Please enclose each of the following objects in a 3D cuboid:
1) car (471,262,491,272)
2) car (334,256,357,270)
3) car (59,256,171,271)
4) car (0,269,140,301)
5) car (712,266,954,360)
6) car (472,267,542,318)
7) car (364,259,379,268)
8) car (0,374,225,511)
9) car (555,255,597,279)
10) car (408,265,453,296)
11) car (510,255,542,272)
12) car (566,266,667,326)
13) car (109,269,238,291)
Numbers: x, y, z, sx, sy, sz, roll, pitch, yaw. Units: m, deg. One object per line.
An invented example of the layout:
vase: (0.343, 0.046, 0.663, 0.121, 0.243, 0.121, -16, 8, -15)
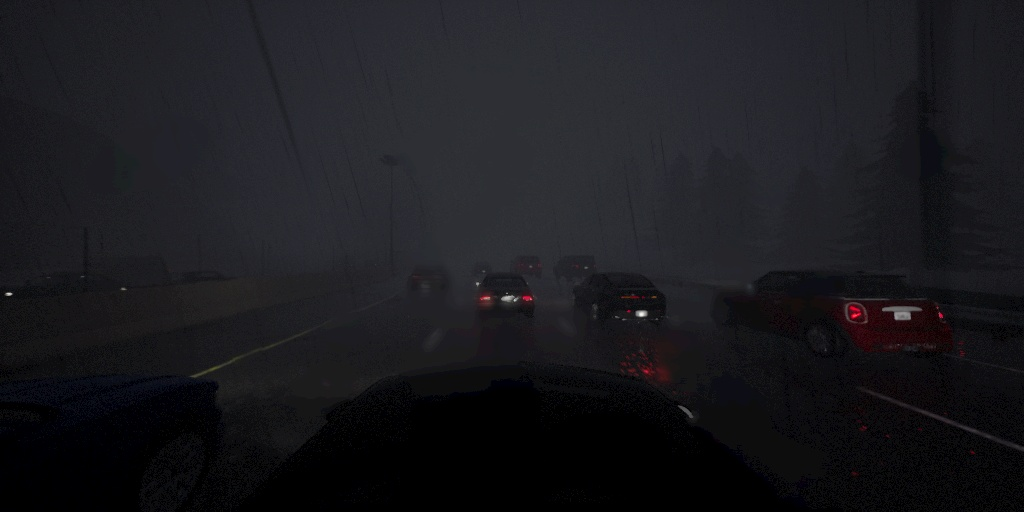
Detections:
car: (-3.073, 1.282, 36.494, 1.812, 1.442, 4.674, 0, 0, -10)
car: (-25.766, 1.018, 56.139, 2.150, 2.045, 5.566, 0, 0, -16)
car: (-22.133, 1.016, 20.045, 2.150, 2.045, 5.566, 0, 0, -6)
car: (-18.128, 1.388, 14.364, 1.895, 1.301, 4.718, 0, 0, -4)
car: (6.875, 1.088, 8.507, 2.097, 1.767, 4.553, 0, 0, -2)
car: (-0.299, 1.298, 13.013, 2.033, 1.411, 5.357, 0, 0, -3)
car: (-22.639, 1.304, 57.827, 1.837, 1.490, 4.892, 0, 0, -16)
car: (-3.468, 1.235, 1.101, 1.882, 1.535, 5.008, 0, 0, 0)
car: (5.153, 0.961, 29.235, 2.150, 2.045, 5.566, 0, 0, -8)
car: (-4.327, 1.250, 19.483, 2.128, 1.511, 4.902, 0, 0, -5)
car: (1.172, 0.969, 32.414, 2.150, 2.045, 5.566, 0, 0, -8)
car: (3.243, 1.248, 11.707, 1.837, 1.490, 4.892, 0, 0, -3)
car: (-14.763, 1.381, 16.322, 1.895, 1.301, 4.718, 0, 0, -5)
